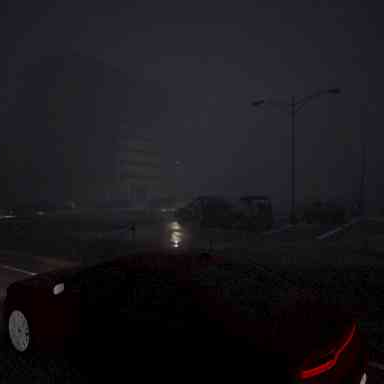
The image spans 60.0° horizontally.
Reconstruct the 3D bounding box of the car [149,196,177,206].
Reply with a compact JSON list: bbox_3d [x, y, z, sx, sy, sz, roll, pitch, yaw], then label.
[{"bbox_3d":[-4.797,1.492,56.319,2.128,1.511,4.902,0,0,34],"label":"car"}]

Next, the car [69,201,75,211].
[{"bbox_3d":[-16.166,1.526,39.426,1.812,1.442,4.674,0,0,34],"label":"car"}]

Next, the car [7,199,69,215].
[{"bbox_3d":[-15.715,1.547,33.838,2.033,1.411,5.357,0,0,34],"label":"car"}]

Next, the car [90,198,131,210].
[{"bbox_3d":[-10.372,1.601,41.800,1.895,1.301,4.718,0,0,34],"label":"car"}]

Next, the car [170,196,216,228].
[{"bbox_3d":[0.953,1.153,20.722,1.932,1.855,4.605,0,0,34],"label":"car"}]

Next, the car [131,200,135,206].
[{"bbox_3d":[-10.505,1.547,47.882,2.033,1.411,5.357,0,0,33],"label":"car"}]

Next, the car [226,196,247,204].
[{"bbox_3d":[8.545,1.492,63.351,2.128,1.511,4.902,0,0,34],"label":"car"}]

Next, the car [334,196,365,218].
[{"bbox_3d":[15.344,1.395,32.012,1.970,1.475,3.806,0,0,34],"label":"car"}]

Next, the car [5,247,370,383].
[{"bbox_3d":[-0.520,1.478,4.360,5.008,1.535,1.882,0,0,35],"label":"car"}]

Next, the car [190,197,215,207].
[{"bbox_3d":[1.732,1.526,53.182,1.812,1.442,4.674,0,0,34],"label":"car"}]

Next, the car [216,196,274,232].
[{"bbox_3d":[3.321,1.156,19.057,1.905,1.878,3.866,0,0,34],"label":"car"}]

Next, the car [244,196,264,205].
[{"bbox_3d":[11.509,1.526,61.496,1.812,1.442,4.674,0,0,34],"label":"car"}]

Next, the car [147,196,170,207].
[{"bbox_3d":[-4.698,1.492,50.230,2.128,1.511,4.902,0,0,34],"label":"car"}]
